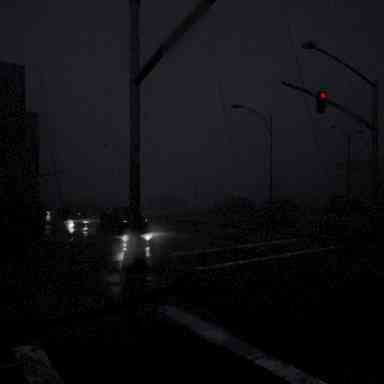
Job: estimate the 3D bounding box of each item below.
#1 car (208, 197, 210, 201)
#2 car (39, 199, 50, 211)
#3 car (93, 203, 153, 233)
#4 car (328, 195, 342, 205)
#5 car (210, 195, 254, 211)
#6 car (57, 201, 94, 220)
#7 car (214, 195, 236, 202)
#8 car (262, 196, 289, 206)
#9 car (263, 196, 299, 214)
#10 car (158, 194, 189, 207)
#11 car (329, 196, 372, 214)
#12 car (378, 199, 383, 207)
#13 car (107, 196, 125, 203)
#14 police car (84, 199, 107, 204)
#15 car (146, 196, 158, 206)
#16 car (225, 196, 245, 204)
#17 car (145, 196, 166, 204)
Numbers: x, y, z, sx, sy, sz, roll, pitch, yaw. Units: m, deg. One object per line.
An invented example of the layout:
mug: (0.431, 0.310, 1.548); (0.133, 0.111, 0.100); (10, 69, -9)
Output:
car: (5.943, 1.531, 81.577); (4.514, 1.523, 2.007); (0, 0, -36)
car: (-19.624, 1.683, 42.632); (1.837, 1.490, 4.892); (0, 0, -35)
car: (-4.526, 1.702, 21.501); (1.812, 1.442, 4.674); (0, 0, -36)
car: (20.941, 1.289, 46.273); (4.605, 1.855, 1.932); (0, 0, -36)
car: (4.984, 1.345, 38.697); (5.027, 1.636, 2.152); (0, 0, -36)
car: (-10.893, 1.740, 30.362); (1.994, 1.385, 4.181); (0, 0, -36)
car: (7.813, 1.522, 79.058); (5.027, 1.636, 2.152); (0, 0, -36)
car: (14.263, 1.489, 56.812); (4.514, 1.523, 2.007); (0, 0, -36)
car: (8.985, 1.424, 33.670); (3.806, 1.475, 1.970); (0, 0, -36)
car: (-2.470, 1.268, 49.097); (3.866, 1.878, 1.905); (0, 0, -36)
car: (16.848, 1.490, 34.799); (4.514, 1.523, 2.007); (0, 0, -36)
car: (29.251, 1.268, 48.185); (3.866, 1.878, 1.905); (0, 0, -36)
car: (-15.212, 1.565, 66.403); (3.633, 1.501, 1.845); (0, 0, -36)
police car: (-11.814, 1.602, 37.821); (1.930, 1.638, 5.238); (0, 0, -36)
car: (-4.498, 1.289, 51.218); (4.605, 1.855, 1.932); (0, 0, -36)
car: (8.476, 1.511, 64.959); (3.633, 1.501, 1.845); (0, 0, -36)
car: (-7.444, 1.576, 68.303); (3.806, 1.475, 1.970); (0, 0, -36)
